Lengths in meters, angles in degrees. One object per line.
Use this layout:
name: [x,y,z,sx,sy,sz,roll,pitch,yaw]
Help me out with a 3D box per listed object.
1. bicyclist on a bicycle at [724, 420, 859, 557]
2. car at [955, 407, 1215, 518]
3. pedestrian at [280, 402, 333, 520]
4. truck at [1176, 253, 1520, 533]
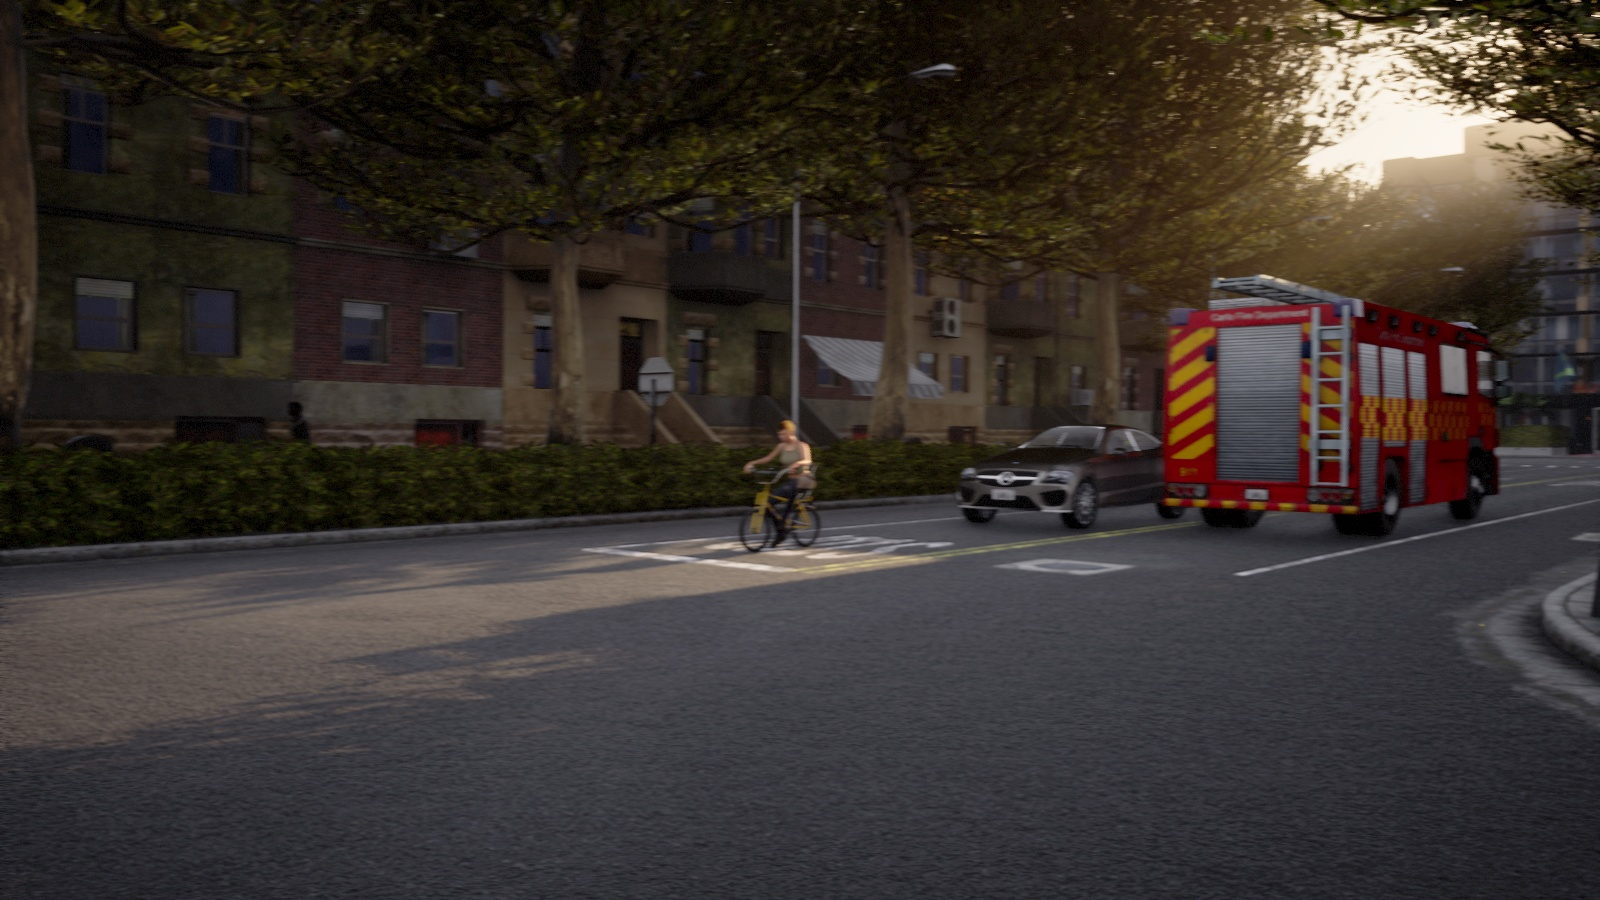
bicyclist on a bicycle: [-0.090,0.440,15.581,0.866,1.612,1.509,0,1,41]
car: [4.966,0.138,21.336,2.152,1.651,5.027,0,1,41]
pedestrian: [-8.235,0.178,20.961,0.395,1.930,0.692,0,1,43]
truck: [9.610,-0.861,21.321,2.891,3.827,8.468,0,1,41]
